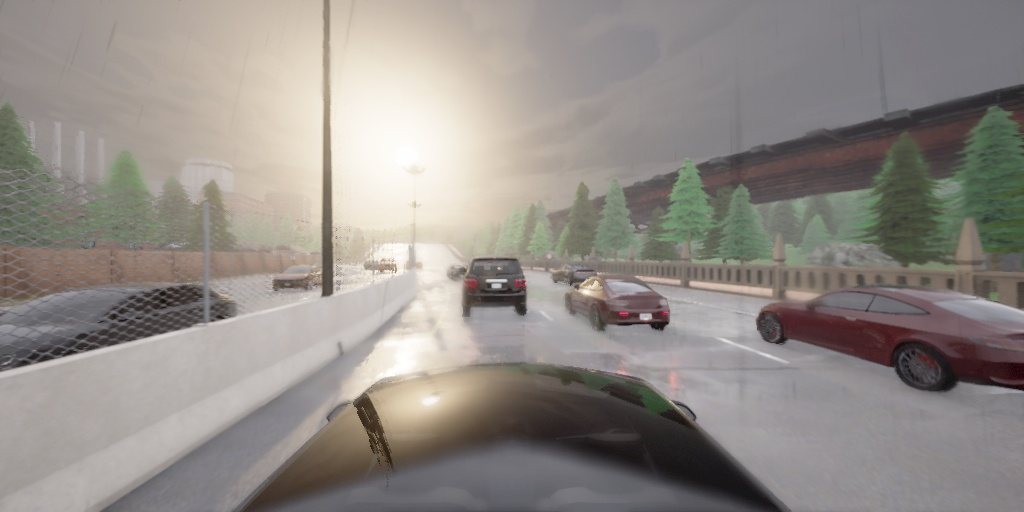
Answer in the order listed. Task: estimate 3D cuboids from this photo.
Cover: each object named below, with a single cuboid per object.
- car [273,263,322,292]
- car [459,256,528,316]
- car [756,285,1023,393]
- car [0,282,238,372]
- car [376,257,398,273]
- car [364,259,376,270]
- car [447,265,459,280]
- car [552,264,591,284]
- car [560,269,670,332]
[{"bbox_3d":[-13.246,1.341,22.624,1.882,1.535,5.008,0,0,-14],"label":"car"},{"bbox_3d":[-0.787,1.008,13.684,2.150,2.045,5.566,0,0,-7],"label":"car"},{"bbox_3d":[6.775,1.258,6.569,1.812,1.442,4.674,0,0,-3],"label":"car"},{"bbox_3d":[-7.382,1.298,6.602,1.837,1.490,4.892,0,0,-4],"label":"car"},{"bbox_3d":[-16.604,1.161,48.322,2.150,2.045,5.566,0,0,-15],"label":"car"},{"bbox_3d":[-23.543,1.364,60.496,2.097,1.767,4.553,0,0,-15],"label":"car"},{"bbox_3d":[-4.807,1.452,32.506,1.895,1.301,4.718,0,0,-15],"label":"car"},{"bbox_3d":[4.249,1.283,25.078,2.128,1.511,4.902,0,0,-12],"label":"car"},{"bbox_3d":[2.977,1.286,10.843,1.812,1.442,4.674,0,0,-5],"label":"car"}]
